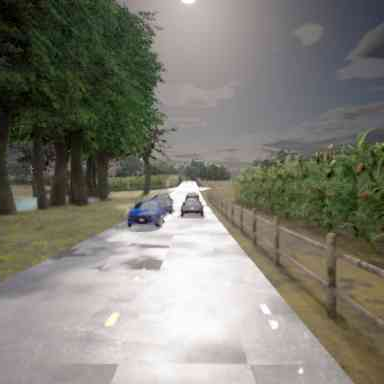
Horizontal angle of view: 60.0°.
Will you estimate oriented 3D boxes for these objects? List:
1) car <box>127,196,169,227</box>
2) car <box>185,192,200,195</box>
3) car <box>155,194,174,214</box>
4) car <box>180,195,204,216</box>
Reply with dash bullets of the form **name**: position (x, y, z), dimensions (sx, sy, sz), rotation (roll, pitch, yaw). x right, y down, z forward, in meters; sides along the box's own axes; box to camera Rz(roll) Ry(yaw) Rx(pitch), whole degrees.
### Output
- **car**: position (-2.768, 1.261, 20.877), dimensions (1.882, 1.535, 5.008), rotation (0, 0, 0)
- **car**: position (0.060, 0.719, 44.569), dimensions (1.882, 1.535, 5.008), rotation (0, 2, 0)
- **car**: position (-2.756, 0.964, 30.354), dimensions (2.097, 1.767, 4.553), rotation (0, 1, 0)
- **car**: position (0.023, 1.214, 28.522), dimensions (1.994, 1.385, 4.181), rotation (0, 1, 0)
